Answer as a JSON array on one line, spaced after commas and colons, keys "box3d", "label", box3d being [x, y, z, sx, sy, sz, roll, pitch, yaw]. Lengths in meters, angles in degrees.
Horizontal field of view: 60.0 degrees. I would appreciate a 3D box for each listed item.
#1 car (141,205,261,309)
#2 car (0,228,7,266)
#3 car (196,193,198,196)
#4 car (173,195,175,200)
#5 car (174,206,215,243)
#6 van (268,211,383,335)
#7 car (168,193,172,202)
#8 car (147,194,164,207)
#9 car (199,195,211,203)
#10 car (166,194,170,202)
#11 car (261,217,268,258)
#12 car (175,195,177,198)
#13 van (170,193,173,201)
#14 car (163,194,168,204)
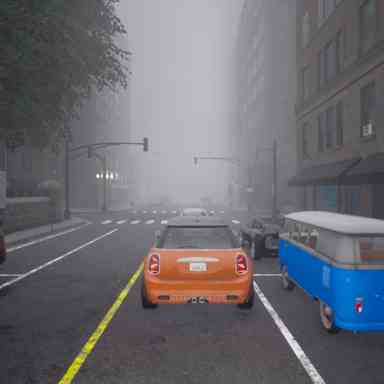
[{"box3d": [0.103, 1.351, 8.035, 2.097, 1.767, 4.553, 0, 0, 0], "label": "car"}, {"box3d": [-5.668, 1.314, 6.441, 2.192, 1.841, 5.009, 0, 0, 0], "label": "car"}, {"box3d": [2.860, 1.505, 93.930, 1.752, 1.417, 4.829, 0, 0, 0], "label": "car"}, {"box3d": [-5.666, 1.522, 77.384, 2.008, 1.369, 4.403, 0, 0, 0], "label": "car"}, {"box3d": [0.102, 1.520, 17.036, 1.812, 1.442, 4.674, 0, 0, 0], "label": "car"}, {"box3d": [2.856, 1.340, 6.481, 1.690, 1.788, 3.998, 0, 0, 0], "label": "van"}, {"box3d": [-5.666, 1.513, 66.482, 1.887, 1.381, 4.507, 0, 0, 0], "label": "car"}, {"box3d": [-5.667, 1.497, 49.960, 1.752, 1.417, 4.829, 0, 0, 0], "label": "car"}, {"box3d": [2.858, 1.409, 66.518, 1.967, 1.590, 4.097, 0, 0, 0], "label": "car"}, {"box3d": [-5.666, 1.514, 61.032, 1.887, 1.381, 4.507, 0, 0, 0], "label": "car"}, {"box3d": [2.857, 1.563, 12.141, 1.947, 1.339, 4.313, 0, 0, 0], "label": "car"}, {"box3d": [-5.666, 1.288, 82.835, 2.192, 1.841, 5.009, 0, 0, 0], "label": "car"}, {"box3d": [-5.666, 1.310, 71.933, 1.690, 1.788, 3.998, 0, 0, 0], "label": "van"}, {"box3d": [-5.666, 1.521, 55.580, 2.008, 1.369, 4.403, 0, 0, 0], "label": "car"}]
